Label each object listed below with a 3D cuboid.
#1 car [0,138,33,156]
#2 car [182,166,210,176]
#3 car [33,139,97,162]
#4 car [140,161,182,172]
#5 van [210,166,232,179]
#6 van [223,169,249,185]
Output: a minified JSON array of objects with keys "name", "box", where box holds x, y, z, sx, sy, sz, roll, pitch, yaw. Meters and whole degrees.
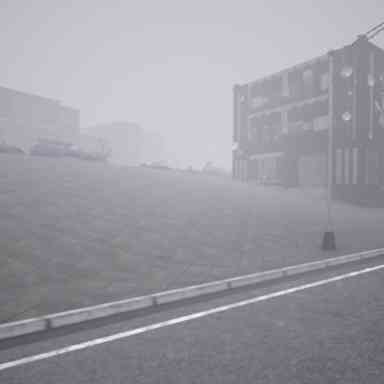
[{"name":"car","box":[-15.010,-3.353,25.104,2.185,1.767,4.553,0,-1,45]},{"name":"car","box":[-0.252,-2.445,41.654,2.002,1.452,4.674,0,-2,40]},{"name":"car","box":[-11.138,-3.325,29.166,2.435,2.045,5.566,0,-1,44]},{"name":"car","box":[-3.811,-2.663,37.411,2.002,1.452,4.674,0,-2,41]},{"name":"van","box":[3.333,-2.465,46.057,1.878,1.987,4.442,0,-2,39]},{"name":"van","box":[6.716,-2.203,50.435,1.878,1.987,4.442,0,-2,38]}]
